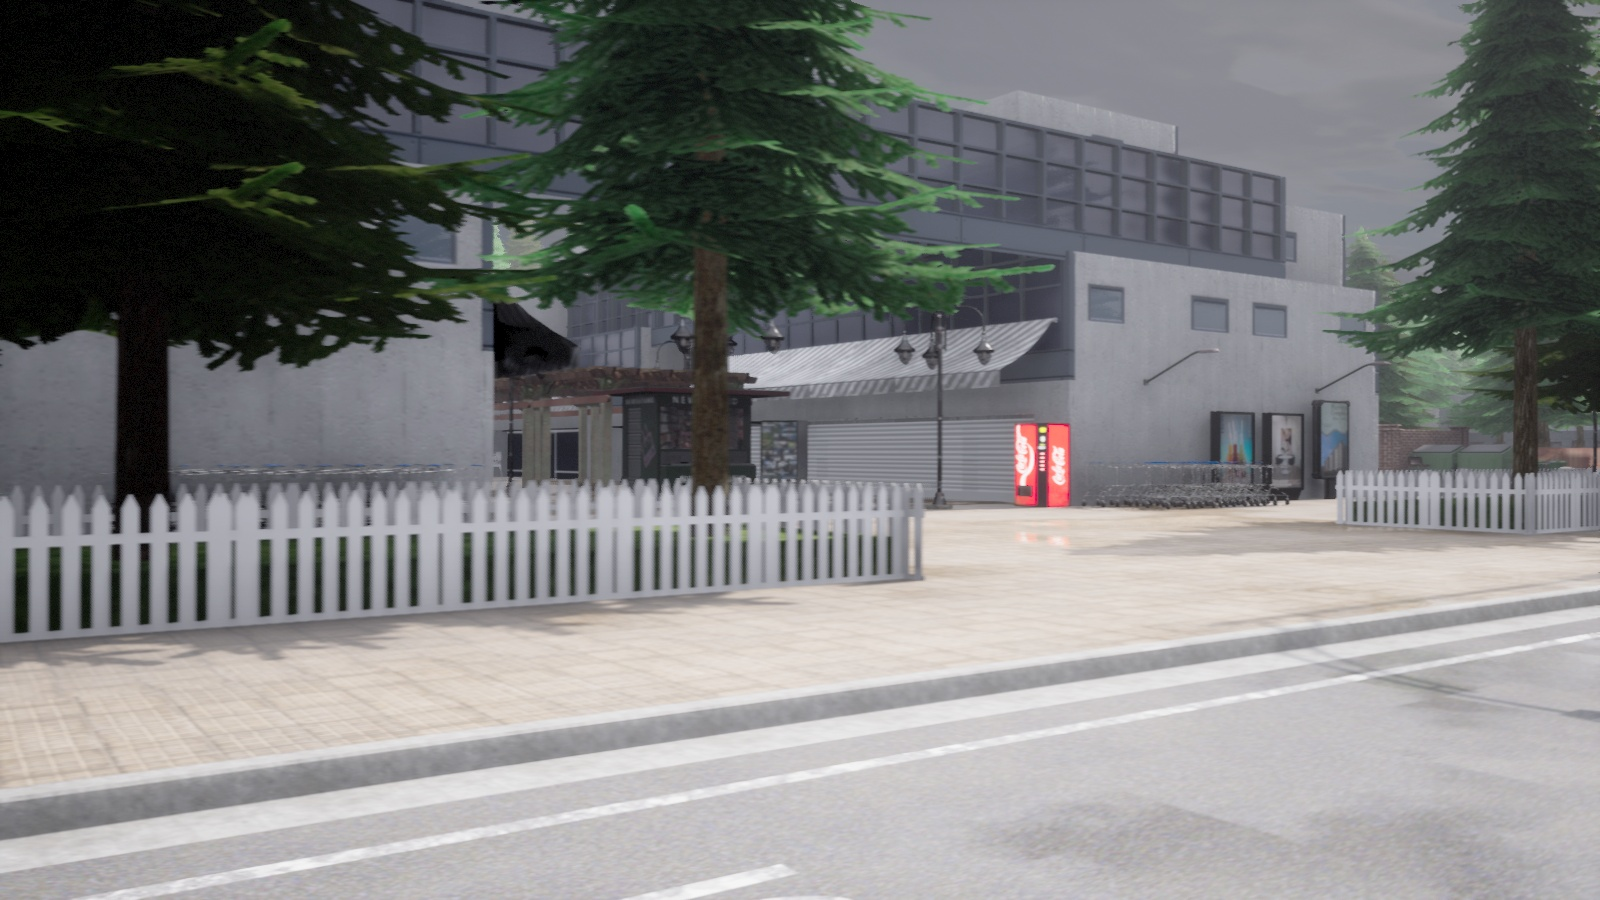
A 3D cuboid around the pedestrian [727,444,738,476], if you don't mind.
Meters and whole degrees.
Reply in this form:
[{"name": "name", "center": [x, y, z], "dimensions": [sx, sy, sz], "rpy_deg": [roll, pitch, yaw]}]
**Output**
[{"name": "pedestrian", "center": [-3.896, 0.572, 72.232], "dimensions": [0.345, 1.836, 0.594], "rpy_deg": [0, 0, -38]}]
